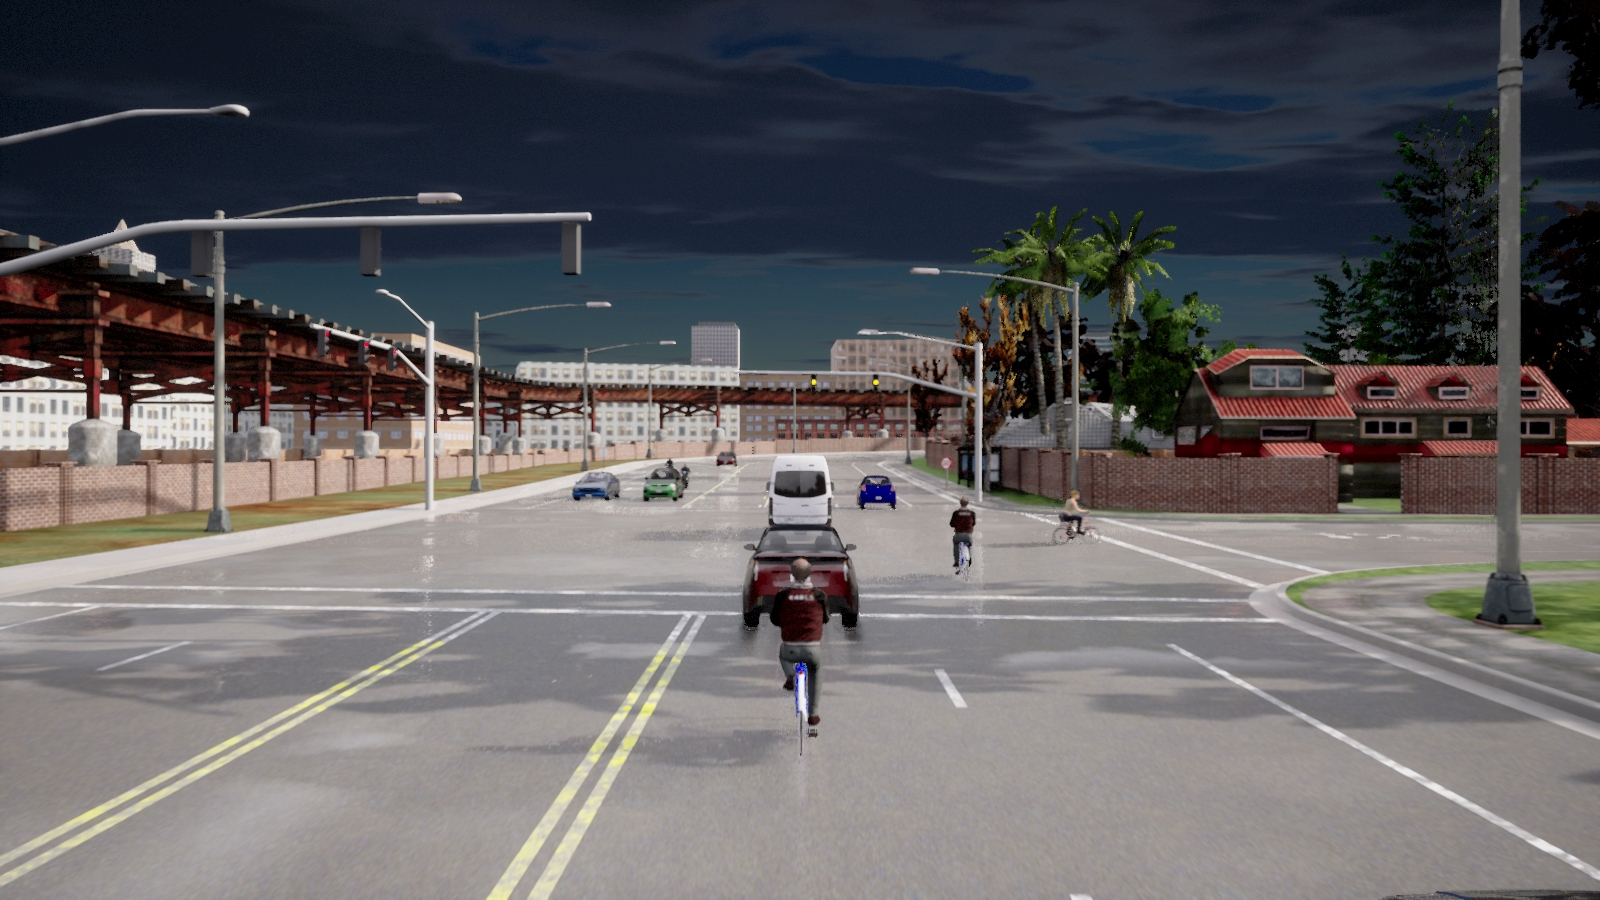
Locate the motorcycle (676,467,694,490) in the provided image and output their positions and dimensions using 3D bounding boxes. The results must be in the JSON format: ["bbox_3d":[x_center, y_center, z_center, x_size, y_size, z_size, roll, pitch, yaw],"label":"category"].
[{"bbox_3d":[-7.003,1.748,69.619,0.856,1.341,1.805,0,1,0],"label":"motorcycle"}]

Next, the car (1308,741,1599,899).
[{"bbox_3d":[3.404,2.108,2.779,2.033,1.411,5.357,0,0,1],"label":"car"}]

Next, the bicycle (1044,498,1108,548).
[{"bbox_3d":[7.934,2.098,32.875,1.487,1.301,0.859,0,4,-15],"label":"bicycle"}]

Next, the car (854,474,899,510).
[{"bbox_3d":[3.506,1.896,52.929,1.845,1.501,3.633,0,0,0],"label":"car"}]

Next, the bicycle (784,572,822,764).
[{"bbox_3d":[0.026,2.029,11.018,0.329,1.496,1.835,0,0,0],"label":"bicycle"}]

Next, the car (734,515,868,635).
[{"bbox_3d":[0.005,2.007,19.363,2.007,1.525,4.514,0,0,0],"label":"car"}]

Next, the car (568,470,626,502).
[{"bbox_3d":[-10.495,1.856,59.424,2.033,1.411,5.357,0,1,0],"label":"car"}]

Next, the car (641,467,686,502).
[{"bbox_3d":[-6.994,1.765,58.739,1.851,1.617,3.988,0,1,0],"label":"car"}]

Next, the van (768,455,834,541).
[{"bbox_3d":[0.016,1.458,37.517,1.988,2.561,5.915,0,0,0],"label":"van"}]

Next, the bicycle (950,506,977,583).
[{"bbox_3d":[3.519,2.016,24.721,0.329,1.496,1.835,0,0,0],"label":"bicycle"}]
